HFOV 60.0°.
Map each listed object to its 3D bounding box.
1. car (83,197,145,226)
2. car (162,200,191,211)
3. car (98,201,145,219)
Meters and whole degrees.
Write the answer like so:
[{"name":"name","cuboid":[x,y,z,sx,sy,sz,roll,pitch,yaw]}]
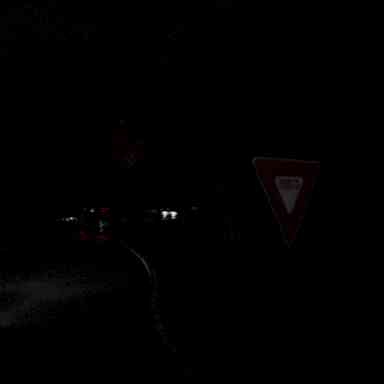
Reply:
[{"name":"car","cuboid":[-5.636,1.357,24.721,2.150,2.045,5.566,-1,0,22]},{"name":"car","cuboid":[-1.837,1.675,42.457,2.033,1.411,5.357,0,0,24]},{"name":"car","cuboid":[-6.623,1.669,31.828,1.837,1.490,4.892,0,0,25]}]
